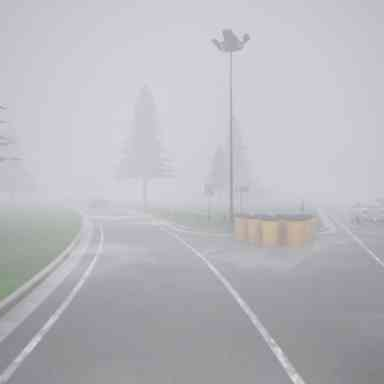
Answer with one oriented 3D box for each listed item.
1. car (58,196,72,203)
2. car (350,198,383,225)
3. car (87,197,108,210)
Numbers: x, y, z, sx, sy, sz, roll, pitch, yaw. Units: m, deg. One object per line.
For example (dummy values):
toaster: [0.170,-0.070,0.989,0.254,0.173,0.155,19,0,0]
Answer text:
car: [-23.874,1.397,62.424,1.994,1.385,4.181,0,0,-31]
car: [11.903,1.389,22.432,1.812,1.442,4.674,0,0,19]
car: [-11.693,1.367,41.075,2.128,1.511,4.902,0,0,-26]
